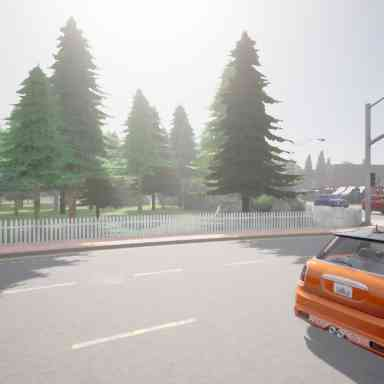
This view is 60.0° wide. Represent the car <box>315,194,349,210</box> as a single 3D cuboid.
[{"bbox_3d":[18.063,1.277,43.459,2.150,2.045,5.566,0,0,-8],"label":"car"}]

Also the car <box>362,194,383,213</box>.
[{"bbox_3d":[19.419,1.277,33.192,2.150,2.045,5.566,0,0,-7],"label":"car"}]

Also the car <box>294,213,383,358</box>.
[{"bbox_3d":[3.966,1.352,5.453,4.553,1.767,2.097,0,0,-26],"label":"car"}]
